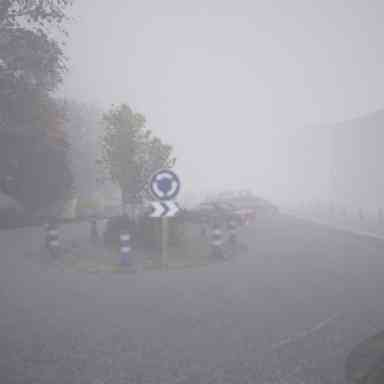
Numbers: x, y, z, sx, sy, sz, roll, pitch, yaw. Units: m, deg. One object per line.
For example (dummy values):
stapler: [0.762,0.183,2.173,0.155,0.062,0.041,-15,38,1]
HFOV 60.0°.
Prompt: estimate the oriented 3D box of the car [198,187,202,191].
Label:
car: [4.175,0.341,67.455,5.008,1.535,2.097,0,2,0]

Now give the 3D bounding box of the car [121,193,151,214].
car: [-3.907,0.877,26.208,2.097,1.767,4.553,0,0,0]

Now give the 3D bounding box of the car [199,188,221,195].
car: [4.163,-0.147,78.584,5.008,1.535,2.097,0,3,0]

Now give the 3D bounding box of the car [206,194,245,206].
car: [4.229,1.018,42.373,4.792,1.488,2.163,0,1,0]

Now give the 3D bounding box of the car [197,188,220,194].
car: [3.968,-0.276,81.364,5.366,1.575,1.946,0,3,0]

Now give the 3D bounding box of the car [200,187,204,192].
car: [4.149,0.508,59.091,4.553,1.767,2.185,0,2,0]

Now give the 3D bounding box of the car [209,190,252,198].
car: [4.182,0.901,31.232,4.553,1.767,2.185,0,0,0]

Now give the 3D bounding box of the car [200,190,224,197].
car: [4.196,0.257,70.242,4.792,1.488,2.163,0,2,0]

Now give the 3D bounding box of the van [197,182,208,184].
van: [4.027,-0.878,89.695,4.442,1.987,1.878,0,3,0]

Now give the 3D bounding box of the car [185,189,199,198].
car: [-0.355,0.767,56.758,2.033,1.411,5.357,0,2,0]

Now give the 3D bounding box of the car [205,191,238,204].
car: [4.225,0.778,47.952,4.553,1.767,2.185,0,1,0]

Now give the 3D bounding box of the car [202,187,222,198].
car: [4.178,0.775,36.804,5.566,2.045,2.435,0,0,0]

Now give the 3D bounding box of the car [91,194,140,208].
car: [-9.062,1.008,39.521,5.366,1.575,1.946,0,0,0]

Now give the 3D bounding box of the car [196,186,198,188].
car: [-0.368,0.270,66.038,2.097,1.767,4.553,0,2,0]

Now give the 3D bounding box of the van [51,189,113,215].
van: [-8.734,0.777,25.564,4.442,1.987,1.878,1,0,0]

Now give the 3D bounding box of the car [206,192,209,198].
car: [4.215,1.032,34.011,5.008,1.535,2.097,0,0,0]

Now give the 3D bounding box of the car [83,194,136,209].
car: [-9.059,1.022,36.725,5.366,1.575,1.946,0,0,0]

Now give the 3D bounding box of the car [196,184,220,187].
car: [4.132,-0.272,75.792,5.566,2.045,2.435,0,3,0]

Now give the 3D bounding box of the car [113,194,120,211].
car: [-8.866,1.053,28.236,4.674,1.452,2.002,0,0,0]

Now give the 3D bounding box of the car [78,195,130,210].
car: [-8.899,1.059,33.934,4.792,1.488,2.163,0,0,0]

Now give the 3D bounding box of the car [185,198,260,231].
car: [0.793,1.165,17.273,4.718,1.301,1.895,0,3,35]

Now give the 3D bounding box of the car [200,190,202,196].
car: [4.158,0.815,53.529,4.792,1.488,2.163,0,1,0]

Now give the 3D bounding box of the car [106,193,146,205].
car: [-8.878,0.951,44.968,5.008,1.535,2.097,0,1,0]

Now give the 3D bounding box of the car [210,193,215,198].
car: [4.187,1.045,28.445,4.792,1.488,2.163,0,0,0]

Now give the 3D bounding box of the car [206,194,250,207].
car: [4.209,1.013,39.594,4.892,1.521,2.231,0,0,0]

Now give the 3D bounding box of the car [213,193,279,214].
car: [4.249,1.033,25.661,4.792,1.488,2.163,0,0,0]

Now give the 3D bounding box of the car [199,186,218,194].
car: [4.182,-0.519,84.014,4.553,1.767,2.185,0,3,0]

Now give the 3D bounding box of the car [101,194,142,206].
car: [-8.851,1.018,42.177,4.792,1.488,2.163,0,0,0]

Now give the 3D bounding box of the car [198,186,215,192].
car: [4.143,-0.907,95.266,5.008,1.535,2.097,0,3,0]

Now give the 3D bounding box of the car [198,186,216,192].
car: [4.136,-0.780,92.486,5.008,1.535,2.097,0,3,0]

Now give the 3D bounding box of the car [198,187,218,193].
car: [4.141,-0.524,86.925,4.892,1.521,2.231,0,3,0]
